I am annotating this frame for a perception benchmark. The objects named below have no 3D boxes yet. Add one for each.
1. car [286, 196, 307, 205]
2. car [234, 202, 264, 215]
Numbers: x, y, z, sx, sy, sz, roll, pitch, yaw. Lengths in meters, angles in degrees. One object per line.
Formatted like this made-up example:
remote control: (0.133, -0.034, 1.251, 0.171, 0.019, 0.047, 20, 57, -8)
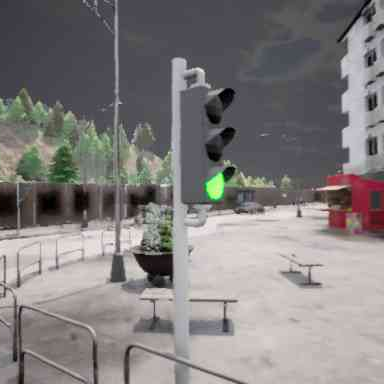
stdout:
car: (15.404, 1.310, 48.990, 1.882, 1.535, 5.008, -1, -1, 35)
car: (6.301, 1.781, 36.358, 1.994, 1.385, 4.181, -1, 0, 36)
